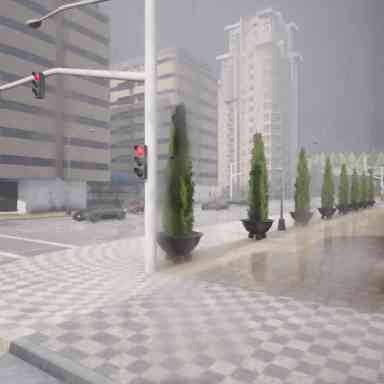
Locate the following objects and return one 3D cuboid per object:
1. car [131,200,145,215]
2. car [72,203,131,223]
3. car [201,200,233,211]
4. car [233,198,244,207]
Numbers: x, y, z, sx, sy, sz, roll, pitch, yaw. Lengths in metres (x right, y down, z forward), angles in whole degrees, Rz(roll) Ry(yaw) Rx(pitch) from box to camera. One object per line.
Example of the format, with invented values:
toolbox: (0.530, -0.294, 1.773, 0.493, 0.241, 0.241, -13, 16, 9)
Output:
car: (-5.474, 1.581, 34.812, 1.812, 1.442, 4.674, 0, 0, 34)
car: (-7.207, 1.619, 26.147, 1.994, 1.385, 4.181, 0, 0, 35)
car: (2.805, 1.619, 40.685, 1.994, 1.385, 4.181, 0, 0, 35)
car: (7.550, 1.656, 53.616, 1.895, 1.301, 4.718, 0, 0, 35)
